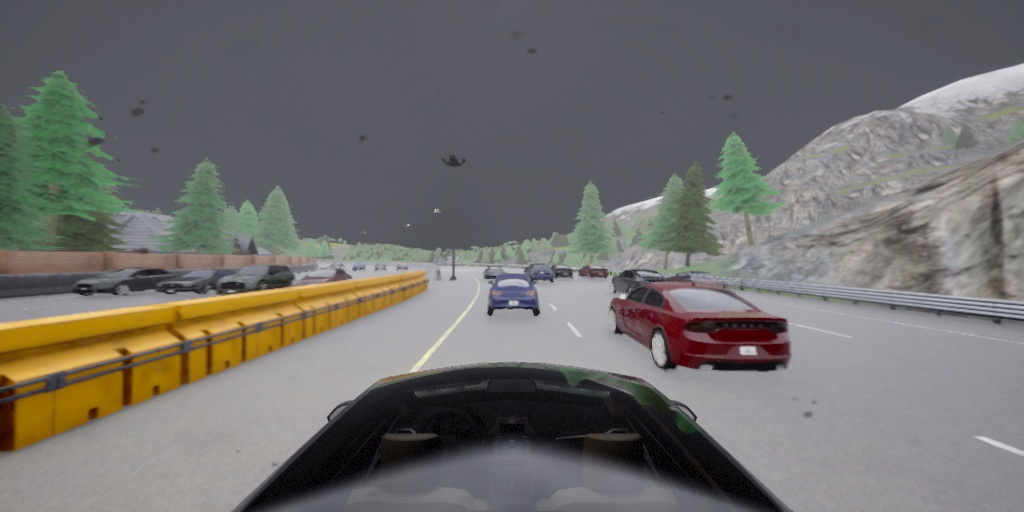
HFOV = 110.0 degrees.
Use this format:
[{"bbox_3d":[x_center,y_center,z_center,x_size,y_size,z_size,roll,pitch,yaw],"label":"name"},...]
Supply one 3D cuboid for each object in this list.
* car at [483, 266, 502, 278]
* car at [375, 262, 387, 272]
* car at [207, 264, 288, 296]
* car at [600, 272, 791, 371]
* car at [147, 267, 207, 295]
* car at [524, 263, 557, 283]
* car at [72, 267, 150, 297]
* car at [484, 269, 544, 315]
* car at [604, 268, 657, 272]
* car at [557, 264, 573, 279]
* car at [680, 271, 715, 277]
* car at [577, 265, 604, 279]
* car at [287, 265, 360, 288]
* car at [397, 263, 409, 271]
[{"bbox_3d":[-1.888,1.693,36.961,1.994,1.385,4.181,0,-1,-9],"label":"car"},{"bbox_3d":[-22.088,1.829,60.452,2.128,1.511,4.902,0,-1,-18],"label":"car"},{"bbox_3d":[-14.440,1.273,20.544,2.097,1.767,4.553,0,-1,-4],"label":"car"},{"bbox_3d":[3.590,1.303,7.933,1.882,1.535,5.008,0,0,0],"label":"car"},{"bbox_3d":[-17.946,1.470,21.337,2.033,1.411,5.357,0,-1,-4],"label":"car"},{"bbox_3d":[2.257,1.439,32.309,2.097,1.767,4.553,0,-1,-7],"label":"car"},{"bbox_3d":[-21.417,1.407,20.227,1.837,1.490,4.892,0,-1,-4],"label":"car"},{"bbox_3d":[0.025,1.411,14.189,1.812,1.442,4.674,0,0,-1],"label":"car"},{"bbox_3d":[6.856,1.467,19.622,1.837,1.490,4.892,0,0,-2],"label":"car"},{"bbox_3d":[4.992,1.637,38.344,1.882,1.535,5.008,0,0,-9],"label":"car"},{"bbox_3d":[10.309,1.543,20.593,1.994,1.385,4.181,0,-1,-3],"label":"car"},{"bbox_3d":[8.533,1.645,38.327,1.882,1.535,5.008,1,0,-9],"label":"car"},{"bbox_3d":[-10.968,1.463,21.303,1.812,1.442,4.674,0,-1,-4],"label":"car"},{"bbox_3d":[-18.928,1.882,62.073,1.812,1.442,4.674,0,-1,-18],"label":"car"}]
